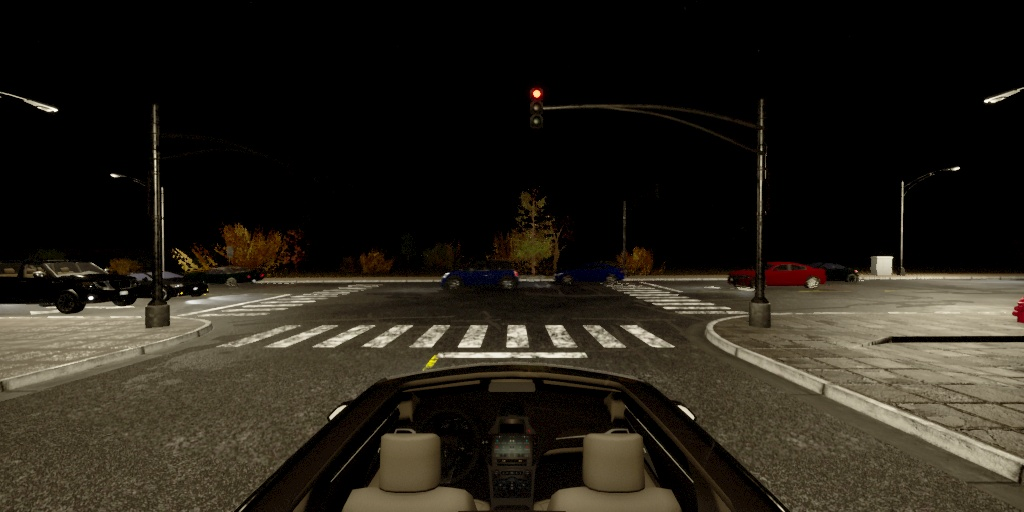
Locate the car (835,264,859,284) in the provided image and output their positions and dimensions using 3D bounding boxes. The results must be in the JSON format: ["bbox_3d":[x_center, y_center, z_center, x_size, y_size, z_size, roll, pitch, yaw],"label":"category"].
[{"bbox_3d":[20.494,1.109,24.010,4.181,1.385,1.994,0,1,0],"label":"car"}]

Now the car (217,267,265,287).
[{"bbox_3d":[-19.671,1.403,24.319,4.718,1.301,1.895,0,1,0],"label":"car"}]

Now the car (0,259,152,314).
[{"bbox_3d":[-18.277,1.140,14.352,5.566,2.045,2.150,0,1,0],"label":"car"}]

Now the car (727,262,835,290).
[{"bbox_3d":[15.245,1.096,20.798,5.008,1.535,1.882,0,1,0],"label":"car"}]

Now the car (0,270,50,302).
[{"bbox_3d":[-26.762,1.482,17.672,5.357,1.411,2.033,0,1,0],"label":"car"}]

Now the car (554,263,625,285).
[{"bbox_3d":[5.163,1.166,24.126,4.674,1.442,1.812,0,1,0],"label":"car"}]

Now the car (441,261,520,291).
[{"bbox_3d":[-1.808,1.067,20.939,4.553,1.767,2.097,0,0,0],"label":"car"}]

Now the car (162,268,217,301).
[{"bbox_3d":[-17.522,1.437,17.602,4.181,1.385,1.994,0,1,0],"label":"car"}]
